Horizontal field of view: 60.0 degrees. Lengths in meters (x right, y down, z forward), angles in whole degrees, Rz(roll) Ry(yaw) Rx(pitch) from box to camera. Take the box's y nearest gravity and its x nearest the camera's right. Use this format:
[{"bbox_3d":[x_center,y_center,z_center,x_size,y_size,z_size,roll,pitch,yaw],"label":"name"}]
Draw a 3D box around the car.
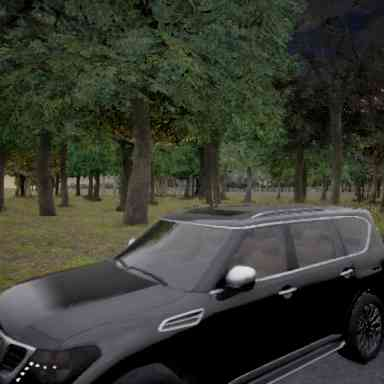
[{"bbox_3d":[0.470,1.222,4.321,5.566,2.045,2.150,0,0,-35],"label":"car"}]
